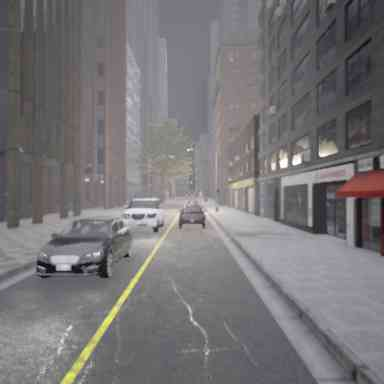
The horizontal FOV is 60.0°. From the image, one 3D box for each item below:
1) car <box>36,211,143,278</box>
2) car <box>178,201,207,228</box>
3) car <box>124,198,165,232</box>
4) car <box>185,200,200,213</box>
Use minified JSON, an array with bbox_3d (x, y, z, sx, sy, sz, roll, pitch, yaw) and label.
[{"bbox_3d":[-3.088,1.576,10.470,2.128,1.511,4.902,0,-1,0],"label":"car"},{"bbox_3d":[0.029,1.680,23.876,2.128,1.511,4.902,0,0,0],"label":"car"},{"bbox_3d":[-3.034,1.392,21.624,2.150,2.045,5.566,0,0,1],"label":"car"},{"bbox_3d":[0.100,1.856,43.826,1.812,1.442,4.674,0,0,0],"label":"car"}]
